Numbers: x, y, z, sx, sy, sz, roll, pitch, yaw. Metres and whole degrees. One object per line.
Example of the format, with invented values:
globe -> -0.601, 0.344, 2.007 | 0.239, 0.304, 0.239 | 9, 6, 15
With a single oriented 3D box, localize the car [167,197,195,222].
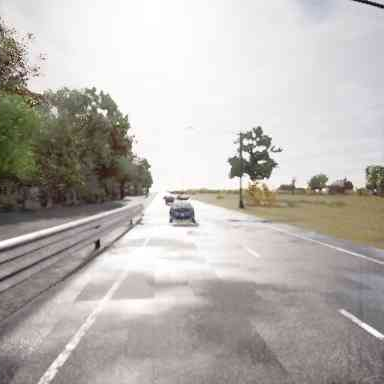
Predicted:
car -> -0.835, 1.440, 25.859 | 1.882, 1.535, 5.008 | 0, 0, -4

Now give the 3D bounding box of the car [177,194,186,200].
car -> -2.648, 1.219, 82.433 | 2.033, 1.411, 5.357 | 0, 0, -5

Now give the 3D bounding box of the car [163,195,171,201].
car -> -6.169, 1.410, 82.503 | 1.994, 1.385, 4.181 | 0, 0, -5

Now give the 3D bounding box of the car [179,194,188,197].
car -> -1.665, 1.385, 72.056 | 2.128, 1.511, 4.902 | 0, 0, -5

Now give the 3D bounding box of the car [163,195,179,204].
car -> -3.885, 1.409, 59.415 | 1.837, 1.490, 4.892 | 0, 0, -5
